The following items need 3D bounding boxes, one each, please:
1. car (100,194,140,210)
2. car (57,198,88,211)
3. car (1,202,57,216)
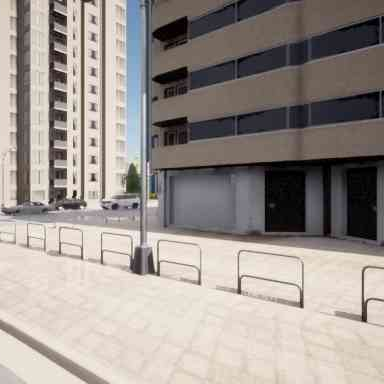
[{"bbox_3d":[-9.293,1.274,43.442,2.150,2.045,5.566,0,0,39],"label":"car"},{"bbox_3d":[-15.408,1.559,41.400,1.837,1.490,4.892,0,0,39],"label":"car"},{"bbox_3d":[-16.767,1.656,34.075,1.895,1.301,4.718,0,0,38],"label":"car"}]
